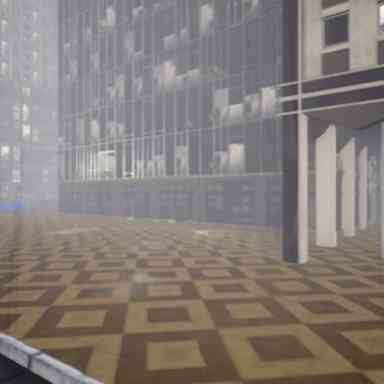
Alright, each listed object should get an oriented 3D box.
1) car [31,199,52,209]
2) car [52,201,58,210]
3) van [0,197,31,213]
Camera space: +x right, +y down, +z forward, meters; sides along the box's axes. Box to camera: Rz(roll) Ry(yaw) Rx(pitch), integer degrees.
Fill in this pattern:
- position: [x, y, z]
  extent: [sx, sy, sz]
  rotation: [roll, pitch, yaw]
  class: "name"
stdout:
- position: [-21.683, 1.718, 48.117]
  extent: [1.802, 1.307, 4.206]
  rotation: [0, 0, 38]
  class: "car"
- position: [-15.439, 1.561, 43.311]
  extent: [1.967, 1.590, 4.097]
  rotation: [0, 0, 38]
  class: "car"
- position: [-20.401, 1.459, 36.682]
  extent: [1.690, 1.788, 3.998]
  rotation: [0, 0, 38]
  class: "van"
